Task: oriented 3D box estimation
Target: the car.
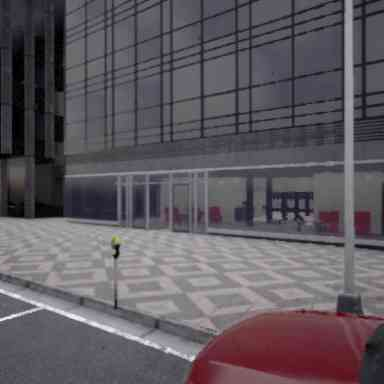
[{"bbox_3d":[2.155,1.315,1.311,5.009,1.841,2.192,0,0,35],"label":"car"}]
